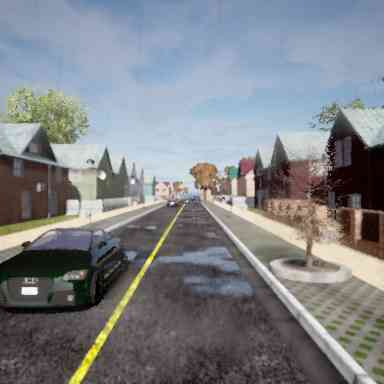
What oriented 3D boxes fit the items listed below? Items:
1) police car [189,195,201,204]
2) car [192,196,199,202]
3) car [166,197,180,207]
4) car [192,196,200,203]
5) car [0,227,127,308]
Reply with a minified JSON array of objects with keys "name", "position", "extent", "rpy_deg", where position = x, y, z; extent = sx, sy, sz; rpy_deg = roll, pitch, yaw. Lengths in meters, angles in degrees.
[{"name":"police car","position":[0.840,1.489,65.939],"extent":[1.930,1.638,5.238],"rpy_deg":[0,0,0]},{"name":"car","position":[0.842,1.659,81.829],"extent":[1.837,1.490,4.892],"rpy_deg":[0,0,0]},{"name":"car","position":[-2.807,1.477,49.656],"extent":[2.128,1.511,4.902],"rpy_deg":[0,0,0]},{"name":"car","position":[0.842,1.646,75.828],"extent":[1.812,1.442,4.674],"rpy_deg":[0,0,0]},{"name":"car","position":[-2.839,1.541,7.816],"extent":[1.994,1.385,4.181],"rpy_deg":[0,0,0]}]
